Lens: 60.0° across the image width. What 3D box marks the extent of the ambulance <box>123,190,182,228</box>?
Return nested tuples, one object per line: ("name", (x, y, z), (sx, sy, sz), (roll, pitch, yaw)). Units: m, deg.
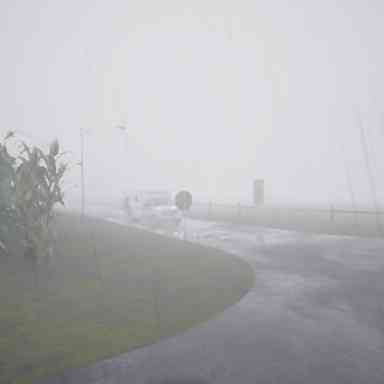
("ambulance", (-2.937, 1.072, 23.966), (2.351, 2.431, 6.366), (-1, 0, -30))
